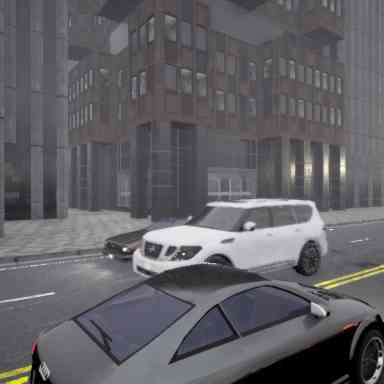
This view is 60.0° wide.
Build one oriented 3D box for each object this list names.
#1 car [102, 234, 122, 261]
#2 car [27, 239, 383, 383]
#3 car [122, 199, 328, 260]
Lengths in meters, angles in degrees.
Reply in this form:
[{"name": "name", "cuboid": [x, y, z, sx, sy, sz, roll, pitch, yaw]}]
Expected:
[{"name": "car", "cuboid": [-0.293, 1.545, 11.579, 5.357, 1.411, 2.033, 0, 0, -36]}, {"name": "car", "cuboid": [0.451, 1.563, 3.800, 4.181, 1.385, 1.994, 0, 0, -36]}, {"name": "car", "cuboid": [1.281, 1.219, 8.701, 5.566, 2.045, 2.150, 0, 0, -36]}]
